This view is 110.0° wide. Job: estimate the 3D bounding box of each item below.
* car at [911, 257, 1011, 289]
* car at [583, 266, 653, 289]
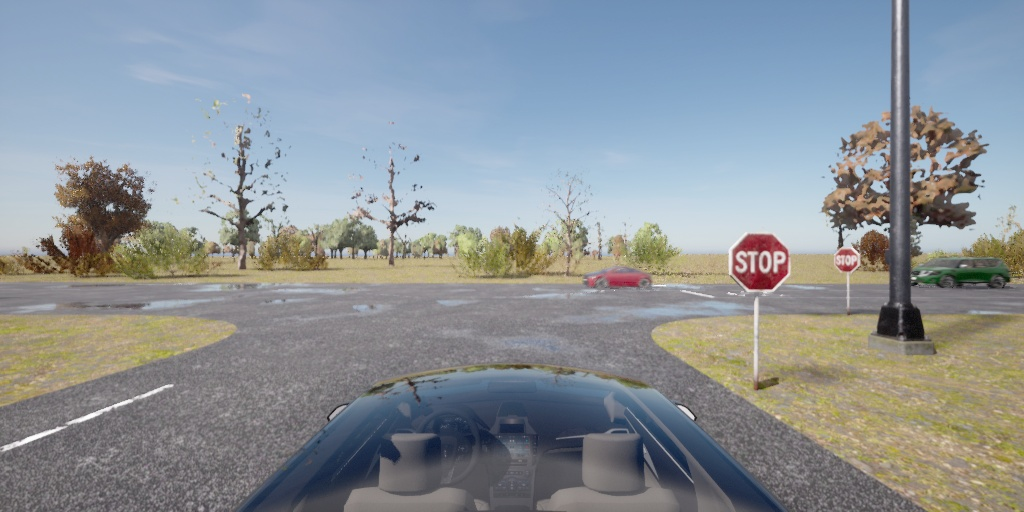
[{"bbox_3d":[28.796,1.099,23.365,5.566,2.045,2.150,0,0,-2],"label":"car"},{"bbox_3d":[6.646,1.337,22.705,4.181,1.385,1.994,0,0,-2],"label":"car"}]
